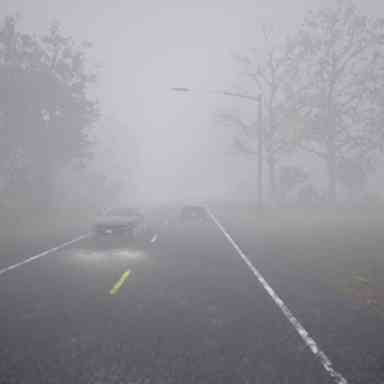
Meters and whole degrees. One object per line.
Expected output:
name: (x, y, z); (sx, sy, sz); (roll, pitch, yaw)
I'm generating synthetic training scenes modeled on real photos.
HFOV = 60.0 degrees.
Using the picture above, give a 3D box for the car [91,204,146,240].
car: (-3.498, 1.386, 16.556); (1.882, 1.535, 5.008); (0, 0, 0)

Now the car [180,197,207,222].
car: (0.102, 1.336, 25.092); (1.882, 1.535, 5.008); (0, 1, 0)

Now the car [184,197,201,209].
car: (0.104, 1.320, 41.244); (1.994, 1.385, 4.181); (0, 0, 0)
